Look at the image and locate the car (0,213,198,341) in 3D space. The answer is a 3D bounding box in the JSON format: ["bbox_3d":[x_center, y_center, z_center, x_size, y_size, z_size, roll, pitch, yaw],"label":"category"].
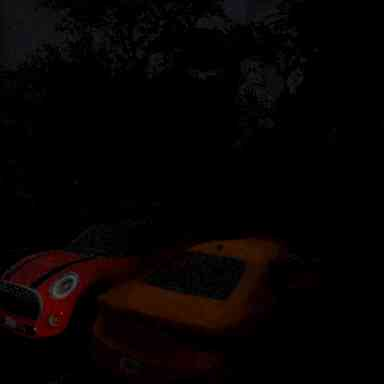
[{"bbox_3d":[-1.400,1.348,6.797,2.185,1.767,4.553,0,0,35],"label":"car"}]

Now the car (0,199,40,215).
[{"bbox_3d":[-5.944,1.188,10.034,2.435,2.045,5.566,1,0,35],"label":"car"}]

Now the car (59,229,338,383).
[{"bbox_3d":[0.847,1.479,5.150,2.097,1.535,5.008,0,0,35],"label":"car"}]
